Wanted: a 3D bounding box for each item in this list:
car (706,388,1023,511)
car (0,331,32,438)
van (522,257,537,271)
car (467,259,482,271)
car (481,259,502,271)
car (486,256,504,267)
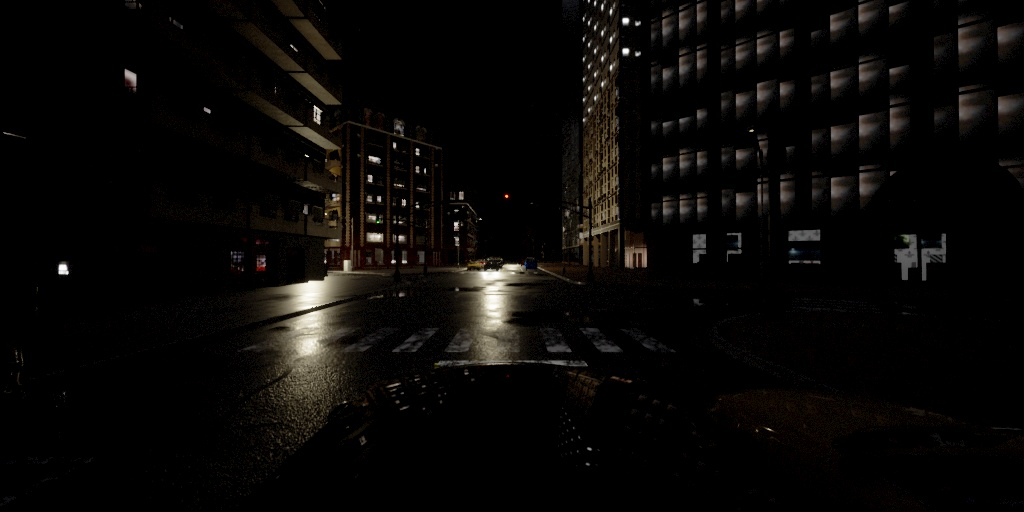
[{"bbox_3d":[2.563,1.275,1.254,1.751,1.417,4.829,0,0,0],"label":"car"},{"bbox_3d":[-5.318,1.064,1.088,2.192,1.841,5.009,0,0,0],"label":"car"},{"bbox_3d":[2.625,1.137,50.077,1.690,1.789,3.998,0,0,0],"label":"van"},{"bbox_3d":[-5.255,1.321,49.917,1.751,1.417,4.829,0,0,0],"label":"car"},{"bbox_3d":[-2.789,1.395,49.240,1.895,1.301,4.718,0,0,0],"label":"car"},{"bbox_3d":[-2.765,1.037,59.164,2.150,2.045,5.566,0,0,0],"label":"car"}]
